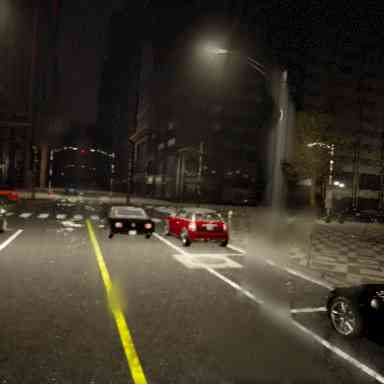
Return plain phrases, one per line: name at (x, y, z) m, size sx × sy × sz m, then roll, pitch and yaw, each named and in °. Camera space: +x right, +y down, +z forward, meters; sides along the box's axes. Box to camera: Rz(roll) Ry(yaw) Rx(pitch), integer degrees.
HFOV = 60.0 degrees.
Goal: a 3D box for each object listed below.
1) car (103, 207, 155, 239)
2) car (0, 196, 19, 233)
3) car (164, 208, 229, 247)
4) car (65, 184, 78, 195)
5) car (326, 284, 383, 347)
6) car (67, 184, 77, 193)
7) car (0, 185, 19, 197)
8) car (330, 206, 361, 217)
car at (-3.147, 1.354, 15.818) m, size 1.895 × 1.301 × 4.718 m, roll 4°, pitch 0°, yaw -19°
car at (-7.966, 0.988, 12.172) m, size 2.008 × 1.369 × 4.403 m, roll 3°, pitch 0°, yaw -19°
car at (0.069, 1.410, 14.991) m, size 1.967 × 1.590 × 4.097 m, roll 3°, pitch 0°, yaw -19°
car at (-23.911, -0.491, 66.110) m, size 2.150 × 2.045 × 5.566 m, roll 4°, pitch 0°, yaw -20°
car at (3.777, 1.808, 4.353) m, size 1.947 × 1.339 × 4.313 m, roll 3°, pitch 0°, yaw -19°
car at (-29.129, -0.860, 80.853) m, size 2.150 × 2.045 × 5.566 m, roll 4°, pitch 0°, yaw -20°
car at (-18.553, 0.055, 30.652) m, size 4.553 × 1.767 × 2.097 m, roll 4°, pitch 1°, yaw -3°
car at (22.776, 2.817, 49.305) m, size 4.892 × 1.490 × 1.837 m, roll 4°, pitch 0°, yaw -19°
